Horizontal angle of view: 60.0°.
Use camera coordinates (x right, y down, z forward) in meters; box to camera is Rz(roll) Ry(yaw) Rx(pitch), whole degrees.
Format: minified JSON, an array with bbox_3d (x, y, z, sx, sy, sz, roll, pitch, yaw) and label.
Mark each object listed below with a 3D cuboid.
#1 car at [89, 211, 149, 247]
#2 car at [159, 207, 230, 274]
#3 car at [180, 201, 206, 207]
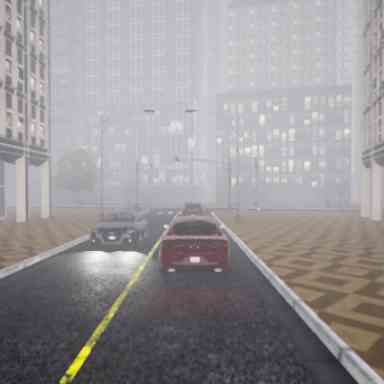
[{"bbox_3d":[-3.101,1.574,14.844,1.994,1.385,4.181,0,0,0],"label":"car"},{"bbox_3d":[0.078,1.484,10.579,1.882,1.535,5.008,0,0,0],"label":"car"},{"bbox_3d":[0.081,1.526,27.606,1.837,1.490,4.892,0,-1,0],"label":"car"}]
